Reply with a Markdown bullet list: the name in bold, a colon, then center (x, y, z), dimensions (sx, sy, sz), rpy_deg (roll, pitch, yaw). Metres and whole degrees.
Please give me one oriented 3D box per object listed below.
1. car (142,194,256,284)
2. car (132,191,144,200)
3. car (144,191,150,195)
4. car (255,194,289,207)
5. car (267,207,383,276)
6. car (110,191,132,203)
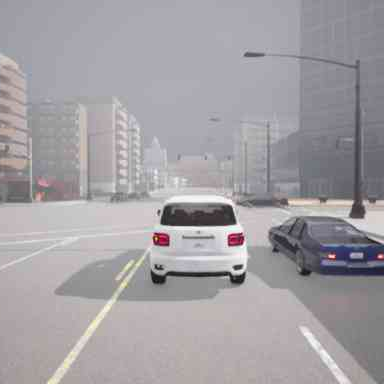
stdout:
- **car**: center (0.154, 1.094, 9.359), dimensions (2.150, 2.045, 5.566), rpy_deg (0, 1, 0)
- **car**: center (-10.175, 0.641, 58.189), dimensions (1.994, 1.385, 4.181), rpy_deg (0, 1, 0)
- **car**: center (-10.033, 0.464, 70.156), dimensions (1.882, 1.535, 5.008), rpy_deg (0, 0, 0)
- **car**: center (7.207, 0.937, 34.336), dimensions (5.357, 1.411, 2.033), rpy_deg (0, 1, 1)
- **car**: center (3.670, 1.412, 9.900), dimensions (2.033, 1.411, 5.357), rpy_deg (0, 1, 0)
- **car**: center (-10.256, 0.695, 47.225), dimensions (1.837, 1.490, 4.892), rpy_deg (0, 1, 1)
